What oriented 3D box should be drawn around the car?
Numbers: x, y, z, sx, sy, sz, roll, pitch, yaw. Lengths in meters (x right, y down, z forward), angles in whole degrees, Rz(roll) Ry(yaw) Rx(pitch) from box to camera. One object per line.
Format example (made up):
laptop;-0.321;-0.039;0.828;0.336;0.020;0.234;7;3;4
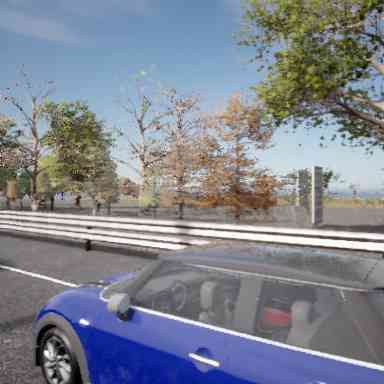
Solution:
car;0.227;1.365;3.703;4.553;1.767;2.097;0;0;36
